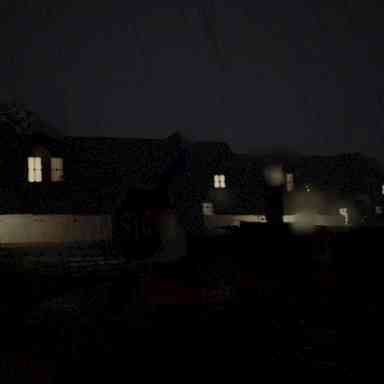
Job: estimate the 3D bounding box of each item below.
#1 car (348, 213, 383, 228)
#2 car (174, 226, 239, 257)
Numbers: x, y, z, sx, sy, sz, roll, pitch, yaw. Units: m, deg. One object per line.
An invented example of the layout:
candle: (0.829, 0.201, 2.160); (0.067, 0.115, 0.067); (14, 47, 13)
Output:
car: (12.265, 2.363, 21.005); (5.566, 2.045, 2.150); (2, -3, -22)
car: (1.523, 2.391, 16.577); (4.718, 1.301, 1.895); (2, -3, -22)
